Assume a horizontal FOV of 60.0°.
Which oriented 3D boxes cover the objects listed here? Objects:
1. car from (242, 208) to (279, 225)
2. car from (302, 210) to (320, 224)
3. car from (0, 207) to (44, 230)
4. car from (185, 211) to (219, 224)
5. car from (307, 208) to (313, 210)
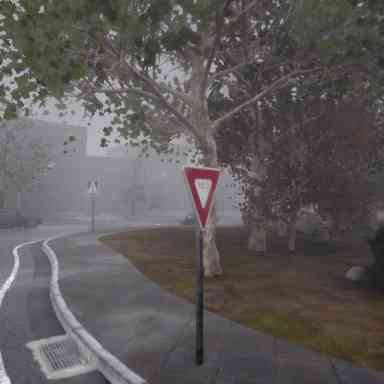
[{"bbox_3d":[8.149,2.849,39.230,2.150,2.045,5.566,0,-4,43],"label":"car"},{"bbox_3d":[17.262,3.883,49.050,1.882,1.535,5.008,0,-2,43],"label":"car"},{"bbox_3d":[-11.060,1.546,18.778,2.033,1.411,5.357,0,-1,22],"label":"car"},{"bbox_3d":[1.134,2.718,36.167,1.994,1.385,4.181,0,-4,42],"label":"car"},{"bbox_3d":[27.858,4.664,77.226,2.435,2.045,5.566,0,-2,43],"label":"car"}]
